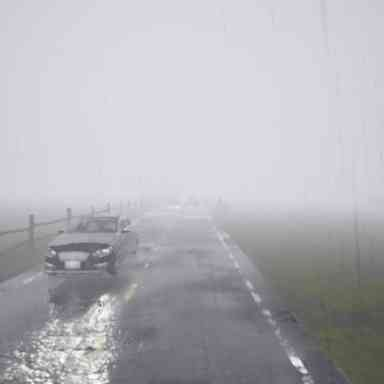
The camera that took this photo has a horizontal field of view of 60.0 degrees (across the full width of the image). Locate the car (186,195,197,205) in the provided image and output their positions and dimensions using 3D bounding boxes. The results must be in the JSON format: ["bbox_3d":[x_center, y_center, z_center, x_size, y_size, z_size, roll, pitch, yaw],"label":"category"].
[{"bbox_3d":[-0.014,1.349,58.852,1.882,1.535,5.008,0,0,0],"label":"car"}]

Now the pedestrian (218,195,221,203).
[{"bbox_3d":[2.817,1.235,34.547,0.375,1.860,0.375,1,-1,-2],"label":"pedestrian"}]

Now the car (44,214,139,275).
[{"bbox_3d":[-2.852,1.465,10.382,2.128,1.511,4.902,0,0,0],"label":"car"}]

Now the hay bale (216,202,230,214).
[{"bbox_3d":[3.109,1.576,33.442,1.220,1.180,1.240,-1,-1,0],"label":"hay bale"}]

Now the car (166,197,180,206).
[{"bbox_3d":[-2.832,1.448,51.325,1.994,1.385,4.181,0,0,0],"label":"car"}]

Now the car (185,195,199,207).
[{"bbox_3d":[0.037,1.494,47.178,1.895,1.301,4.718,0,0,0],"label":"car"}]
